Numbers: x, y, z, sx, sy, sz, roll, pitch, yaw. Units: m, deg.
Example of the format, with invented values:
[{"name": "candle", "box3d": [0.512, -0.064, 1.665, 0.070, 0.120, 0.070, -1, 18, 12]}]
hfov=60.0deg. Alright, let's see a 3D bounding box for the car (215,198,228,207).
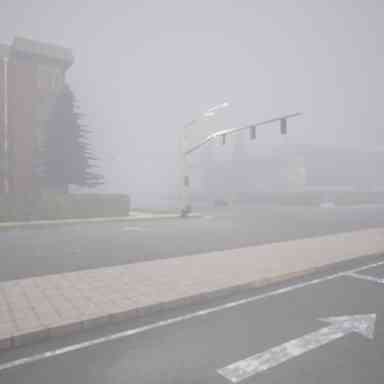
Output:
[{"name": "car", "box3d": [4.497, 1.530, 50.447, 1.895, 1.301, 4.718, 0, 0, 6]}]
